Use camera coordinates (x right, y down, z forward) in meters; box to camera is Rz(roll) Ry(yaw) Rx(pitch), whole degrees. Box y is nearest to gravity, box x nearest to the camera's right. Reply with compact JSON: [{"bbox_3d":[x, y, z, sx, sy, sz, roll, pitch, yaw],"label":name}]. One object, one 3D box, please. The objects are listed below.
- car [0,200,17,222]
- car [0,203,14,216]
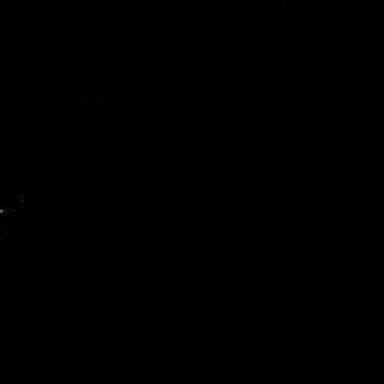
[{"bbox_3d":[-18.572,1.836,32.721,2.150,2.045,5.566,2,-2,-27],"label":"car"},{"bbox_3d":[-24.828,2.310,44.312,1.882,1.535,5.008,2,-2,-28],"label":"car"}]
